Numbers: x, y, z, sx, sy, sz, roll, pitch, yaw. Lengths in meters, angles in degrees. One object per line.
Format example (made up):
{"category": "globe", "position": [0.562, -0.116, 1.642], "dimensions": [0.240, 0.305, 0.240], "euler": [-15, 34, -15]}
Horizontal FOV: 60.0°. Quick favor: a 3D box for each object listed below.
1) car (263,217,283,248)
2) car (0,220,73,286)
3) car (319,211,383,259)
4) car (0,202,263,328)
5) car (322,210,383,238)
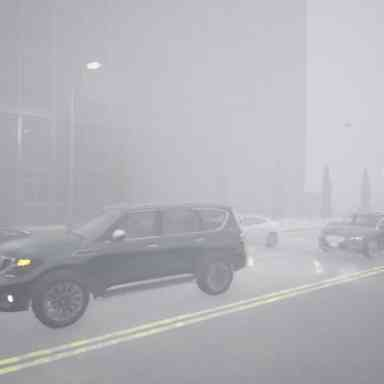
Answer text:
{"category": "car", "position": [1.830, 1.617, 13.880], "dimensions": [4.674, 1.442, 1.812], "euler": [1, 0, -35]}
{"category": "car", "position": [-5.525, 1.568, 8.646], "dimensions": [4.181, 1.385, 1.994], "euler": [1, 0, -35]}
{"category": "car", "position": [7.060, 1.621, 13.297], "dimensions": [4.902, 1.511, 2.128], "euler": [1, 0, -35]}
{"category": "car", "position": [-1.264, 1.252, 7.373], "dimensions": [5.566, 2.045, 2.150], "euler": [1, 0, -34]}
{"category": "car", "position": [9.888, 1.788, 19.562], "dimensions": [4.718, 1.301, 1.895], "euler": [1, 0, -35]}
